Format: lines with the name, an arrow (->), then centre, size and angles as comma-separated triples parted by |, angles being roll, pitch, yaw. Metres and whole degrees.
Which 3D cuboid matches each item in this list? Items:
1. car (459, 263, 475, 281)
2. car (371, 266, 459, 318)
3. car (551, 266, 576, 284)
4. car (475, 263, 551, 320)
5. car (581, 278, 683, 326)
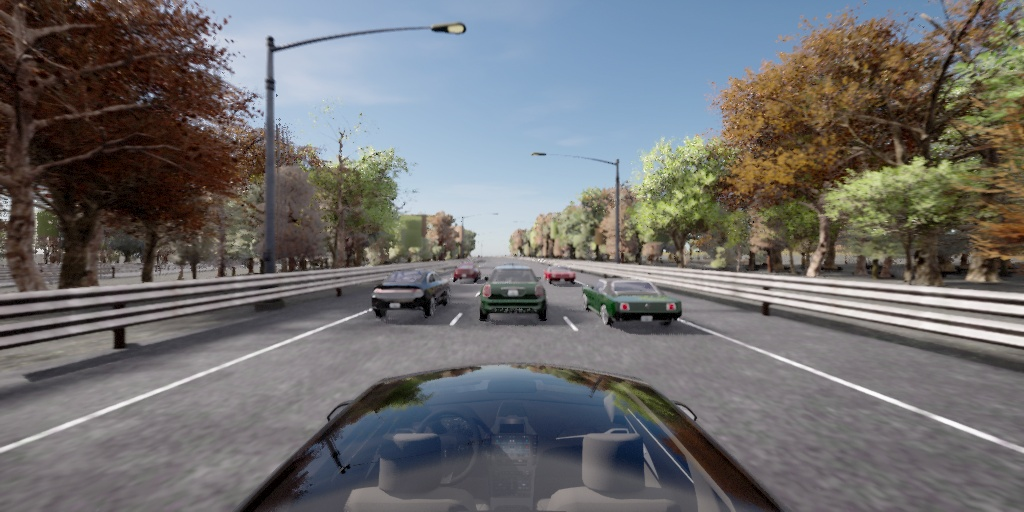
car -> -3.581, 1.292, 29.024 | 1.812, 1.442, 4.674 | 0, 0, 0
car -> -3.463, 1.252, 13.044 | 2.128, 1.511, 4.902 | 0, 0, 0
car -> 3.433, 1.365, 26.664 | 1.895, 1.301, 4.718 | 0, 0, 0
car -> 0.036, 1.110, 12.766 | 2.097, 1.767, 4.553 | 0, 0, 0
car -> 3.538, 1.358, 11.605 | 1.895, 1.301, 4.718 | 0, 0, 0
